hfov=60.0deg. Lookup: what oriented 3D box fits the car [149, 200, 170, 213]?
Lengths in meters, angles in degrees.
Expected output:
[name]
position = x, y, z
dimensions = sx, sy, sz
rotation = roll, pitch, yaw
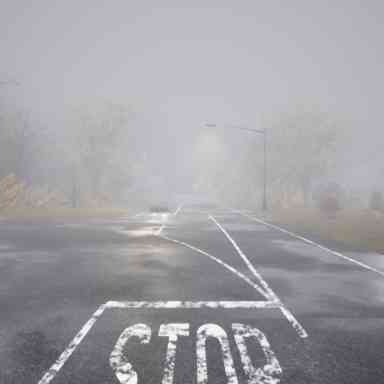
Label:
[car]
position = -3.499, 1.583, 36.610
dimensions = 1.994, 1.385, 4.181
rotation = 0, 0, 0
